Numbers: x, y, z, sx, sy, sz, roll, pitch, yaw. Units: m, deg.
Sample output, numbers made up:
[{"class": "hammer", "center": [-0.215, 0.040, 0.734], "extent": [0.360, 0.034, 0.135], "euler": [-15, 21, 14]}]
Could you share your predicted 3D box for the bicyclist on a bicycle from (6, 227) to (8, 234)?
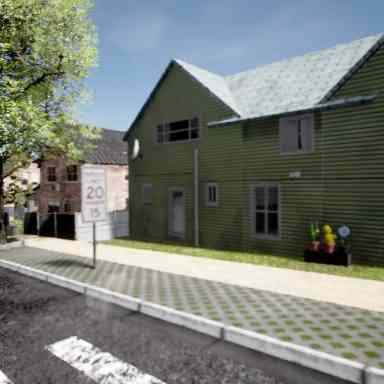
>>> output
[{"class": "bicyclist on a bicycle", "center": [-9.571, 1.496, 15.659], "extent": [0.582, 1.620, 1.656], "euler": [1, 4, 42]}]
